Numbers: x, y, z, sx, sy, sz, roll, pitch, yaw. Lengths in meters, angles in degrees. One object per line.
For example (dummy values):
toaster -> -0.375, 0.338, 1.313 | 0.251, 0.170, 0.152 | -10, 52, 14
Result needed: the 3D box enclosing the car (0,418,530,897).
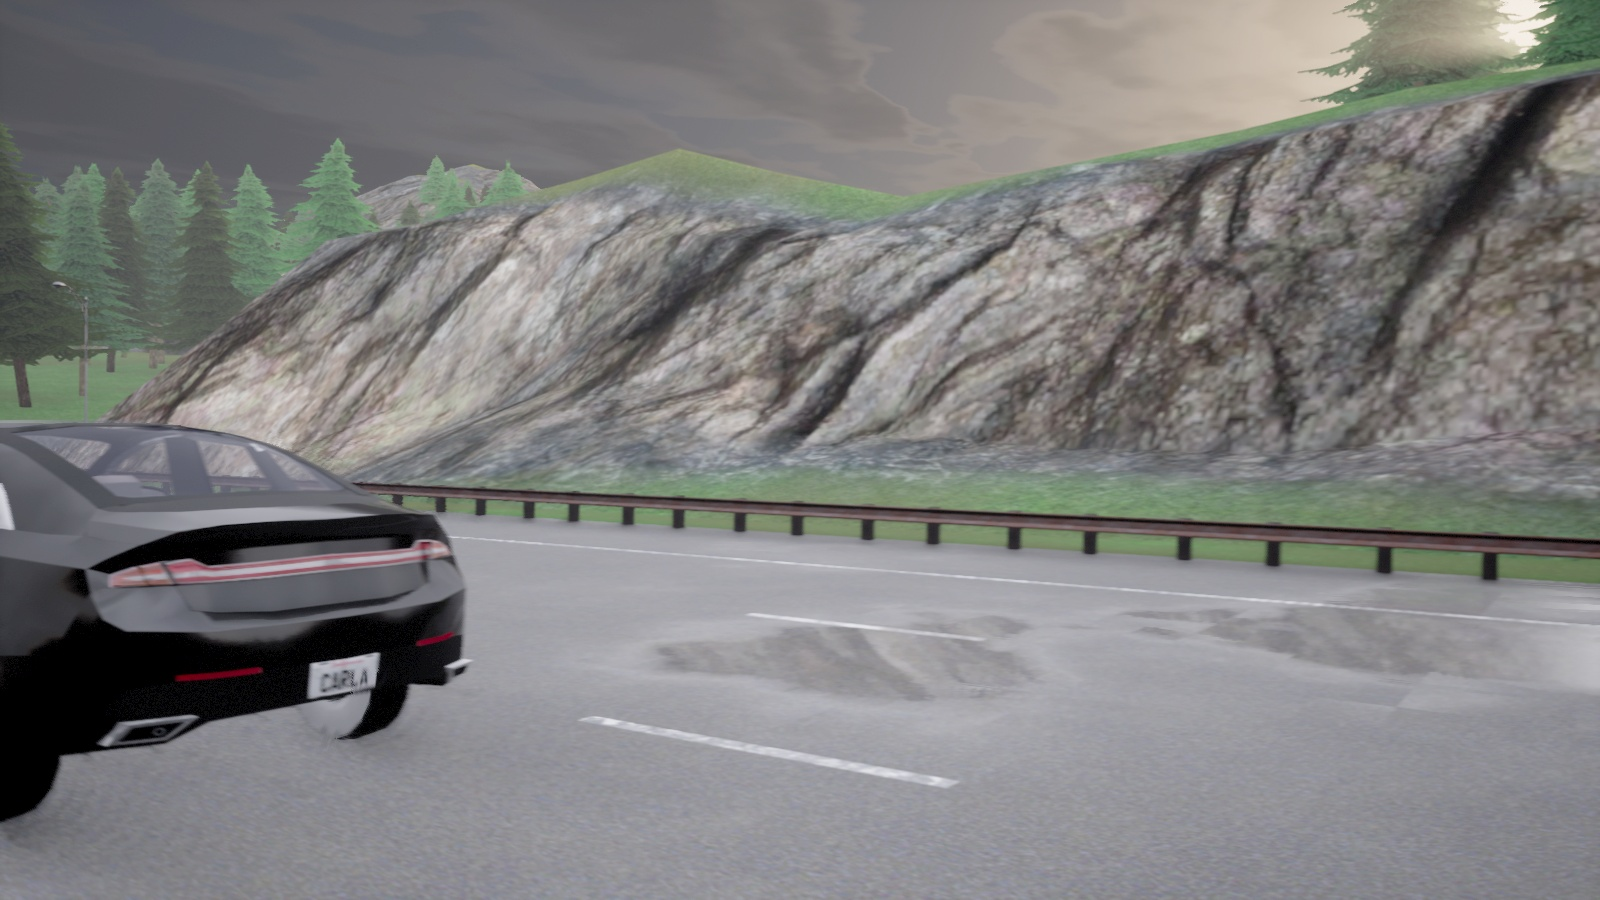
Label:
car -> -3.871, 0.638, 6.194 | 4.902, 1.511, 2.128 | 0, 1, 34
